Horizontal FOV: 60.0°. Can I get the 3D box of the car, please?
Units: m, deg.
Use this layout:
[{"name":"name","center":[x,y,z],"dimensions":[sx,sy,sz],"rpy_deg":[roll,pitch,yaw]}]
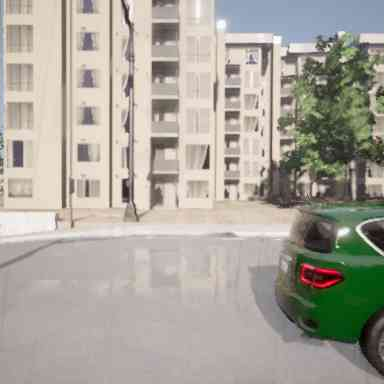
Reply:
[{"name":"car","center":[4.041,1.169,4.768],"dimensions":[5.566,2.045,2.150],"rpy_deg":[0,1,3]}]
